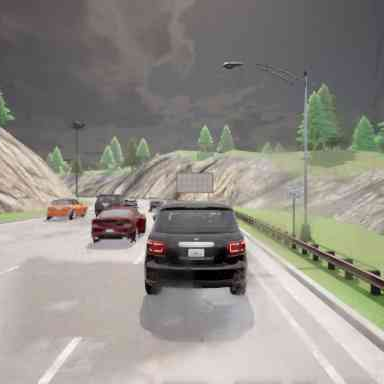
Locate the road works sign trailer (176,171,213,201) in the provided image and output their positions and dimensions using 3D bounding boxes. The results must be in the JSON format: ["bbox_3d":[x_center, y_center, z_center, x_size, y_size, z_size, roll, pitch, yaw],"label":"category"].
[{"bbox_3d":[0.186,0.464,21.583,2.380,3.560,2.880,0,0,0],"label":"road works sign trailer"}]

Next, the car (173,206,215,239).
[{"bbox_3d":[0.092,1.559,18.087,1.994,1.385,4.181,0,0,0],"label":"car"}]

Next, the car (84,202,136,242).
[{"bbox_3d":[-3.420,1.477,16.283,1.882,1.535,5.008,0,0,0],"label":"car"}]

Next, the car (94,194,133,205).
[{"bbox_3d":[-7.027,1.222,29.474,2.150,2.045,5.566,0,0,-1],"label":"car"}]

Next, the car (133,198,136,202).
[{"bbox_3d":[-8.038,1.491,43.171,2.128,1.511,4.902,0,0,-7],"label":"car"}]

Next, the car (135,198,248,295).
[{"bbox_3d":[0.087,1.221,8.866,2.150,2.045,5.566,0,0,0],"label":"car"}]

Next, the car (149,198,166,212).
[{"bbox_3d":[-4.142,1.503,40.136,1.837,1.490,4.892,0,0,-5],"label":"car"}]

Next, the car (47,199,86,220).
[{"bbox_3d":[-10.507,1.351,28.270,2.097,1.767,4.553,0,0,-1],"label":"car"}]
